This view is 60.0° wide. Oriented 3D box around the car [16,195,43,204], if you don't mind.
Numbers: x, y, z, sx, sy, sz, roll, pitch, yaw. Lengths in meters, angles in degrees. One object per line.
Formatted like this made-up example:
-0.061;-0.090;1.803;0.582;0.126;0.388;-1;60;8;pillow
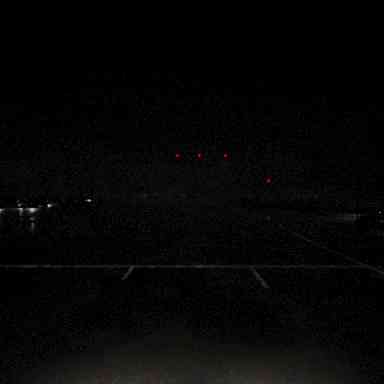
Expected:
-28.079;1.316;57.662;2.033;1.411;5.357;0;0;1;car

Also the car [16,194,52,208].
-21.119;1.328;44.761;1.837;1.490;4.892;0;1;0;car

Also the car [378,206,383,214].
17.652;1.260;26.037;4.553;1.767;2.097;0;0;6;car

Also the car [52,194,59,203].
-24.596;1.123;57.065;2.097;1.767;4.553;0;0;0;car

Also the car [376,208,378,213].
19.460;1.440;29.460;5.357;1.411;2.033;0;0;7;car

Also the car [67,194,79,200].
-29.585;1.181;82.782;2.128;1.511;4.902;0;0;-10;car

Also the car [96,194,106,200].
-22.033;1.191;80.775;2.128;1.511;4.902;0;0;-6;car

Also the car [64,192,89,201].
-21.084;0.979;60.119;2.150;2.045;5.566;0;0;0;car

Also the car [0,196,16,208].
-24.618;1.335;43.491;1.837;1.490;4.892;0;0;0;car

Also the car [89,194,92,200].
-25.986;1.183;82.712;2.128;1.511;4.902;0;0;-10;car

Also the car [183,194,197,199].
-0.158;1.200;94.634;1.895;1.301;4.718;0;0;-18;car
